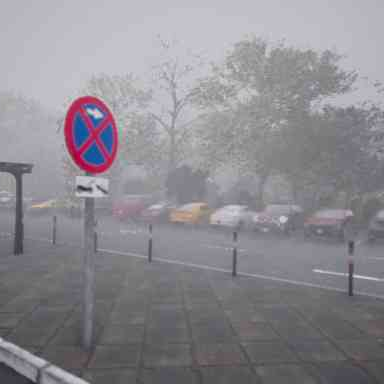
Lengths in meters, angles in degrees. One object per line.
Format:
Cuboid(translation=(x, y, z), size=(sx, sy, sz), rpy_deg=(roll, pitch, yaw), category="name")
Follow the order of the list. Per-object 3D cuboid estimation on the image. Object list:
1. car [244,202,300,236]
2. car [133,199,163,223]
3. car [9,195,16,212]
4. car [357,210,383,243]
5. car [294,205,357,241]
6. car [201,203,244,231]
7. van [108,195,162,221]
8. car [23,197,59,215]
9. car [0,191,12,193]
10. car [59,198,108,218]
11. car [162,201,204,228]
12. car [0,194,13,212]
Cuboid(translation=(5.125, 1.400, 19.109), size=(2.185, 1.767, 4.553), rpy_deg=(1, 0, 35), category="car")
Cuboid(translation=(-1.683, 1.488, 23.908), size=(2.002, 1.452, 4.674), rpy_deg=(1, 0, 35), category="car")
Cuboid(translation=(-15.234, 1.326, 33.586), size=(2.163, 1.488, 4.792), rpy_deg=(1, 0, 35), category="car")
Cuboid(translation=(9.626, 1.580, 15.862), size=(2.231, 1.521, 4.892), rpy_deg=(1, 0, 35), category="car")
Cuboid(translation=(7.371, 1.552, 17.480), size=(2.097, 1.535, 5.008), rpy_deg=(1, 0, 35), category="car")
Cuboid(translation=(2.843, 1.540, 20.691), size=(2.002, 1.452, 4.674), rpy_deg=(1, 0, 35), category="car")
Cuboid(translation=(-3.873, 1.197, 25.613), size=(1.878, 1.987, 4.442), rpy_deg=(1, 0, 35), category="van")
Cuboid(translation=(-13.096, 1.318, 31.802), size=(1.946, 1.575, 5.366), rpy_deg=(1, 0, 35), category="car")
Cuboid(translation=(-24.312, 0.944, 39.972), size=(2.435, 2.045, 5.566), rpy_deg=(1, 0, 35), category="car")
Cuboid(translation=(-8.482, 1.402, 28.712), size=(2.163, 1.488, 4.792), rpy_deg=(1, 0, 35), category="car")
Cuboid(translation=(0.580, 1.473, 22.297), size=(2.097, 1.535, 5.008), rpy_deg=(1, 0, 35), category="car")
Cuboid(translation=(-17.508, 1.272, 35.175), size=(2.231, 1.521, 4.892), rpy_deg=(1, 0, 35), category="car")
